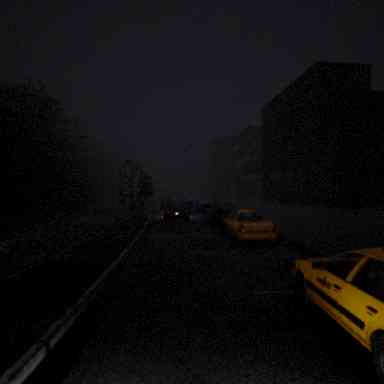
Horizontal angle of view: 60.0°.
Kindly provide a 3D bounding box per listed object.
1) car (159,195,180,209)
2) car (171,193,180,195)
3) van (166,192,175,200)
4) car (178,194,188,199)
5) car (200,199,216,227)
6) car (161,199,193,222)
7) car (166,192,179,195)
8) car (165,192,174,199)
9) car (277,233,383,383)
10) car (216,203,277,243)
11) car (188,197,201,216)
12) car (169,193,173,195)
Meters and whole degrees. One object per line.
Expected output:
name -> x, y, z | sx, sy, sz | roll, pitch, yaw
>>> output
car -> -3.142, 1.454, 42.778 | 2.128, 1.511, 4.902 | 0, 0, -7
car -> -2.278, 1.438, 60.000 | 2.002, 1.452, 4.674 | 0, 0, -7
van -> -5.677, 1.029, 87.642 | 1.878, 1.987, 4.442 | 0, 0, -7
car -> -0.925, 1.475, 48.990 | 2.002, 1.452, 4.674 | 0, 0, -7
car -> 2.077, 1.509, 23.022 | 2.163, 1.488, 4.792 | 0, 0, -4
car -> -1.296, 1.555, 26.494 | 1.994, 1.385, 4.181 | 0, 0, -5
car -> -3.635, 1.098, 71.039 | 2.435, 2.045, 5.566 | 0, 0, -7
car -> -6.344, 0.966, 93.059 | 2.435, 2.045, 5.566 | 0, 0, -7
car -> 3.013, 1.476, 4.989 | 1.946, 1.575, 5.366 | 0, 0, -1
car -> 2.568, 1.478, 15.998 | 1.946, 1.575, 5.366 | 0, 0, -3
car -> 1.093, 1.471, 32.570 | 2.097, 1.535, 5.008 | 0, 0, -6
car -> -2.960, 1.405, 65.537 | 2.163, 1.488, 4.792 | 0, 0, -7
